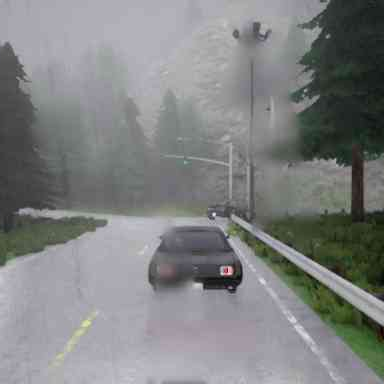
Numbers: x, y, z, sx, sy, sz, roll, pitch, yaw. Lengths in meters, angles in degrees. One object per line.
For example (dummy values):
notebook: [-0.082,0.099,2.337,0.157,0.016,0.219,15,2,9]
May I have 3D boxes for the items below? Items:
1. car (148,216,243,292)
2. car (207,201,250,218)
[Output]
car: [0.067,1.538,8.682,1.895,1.301,4.718,0,0,0]
car: [3.042,1.450,25.456,1.837,1.490,4.892,-5,-5,37]
